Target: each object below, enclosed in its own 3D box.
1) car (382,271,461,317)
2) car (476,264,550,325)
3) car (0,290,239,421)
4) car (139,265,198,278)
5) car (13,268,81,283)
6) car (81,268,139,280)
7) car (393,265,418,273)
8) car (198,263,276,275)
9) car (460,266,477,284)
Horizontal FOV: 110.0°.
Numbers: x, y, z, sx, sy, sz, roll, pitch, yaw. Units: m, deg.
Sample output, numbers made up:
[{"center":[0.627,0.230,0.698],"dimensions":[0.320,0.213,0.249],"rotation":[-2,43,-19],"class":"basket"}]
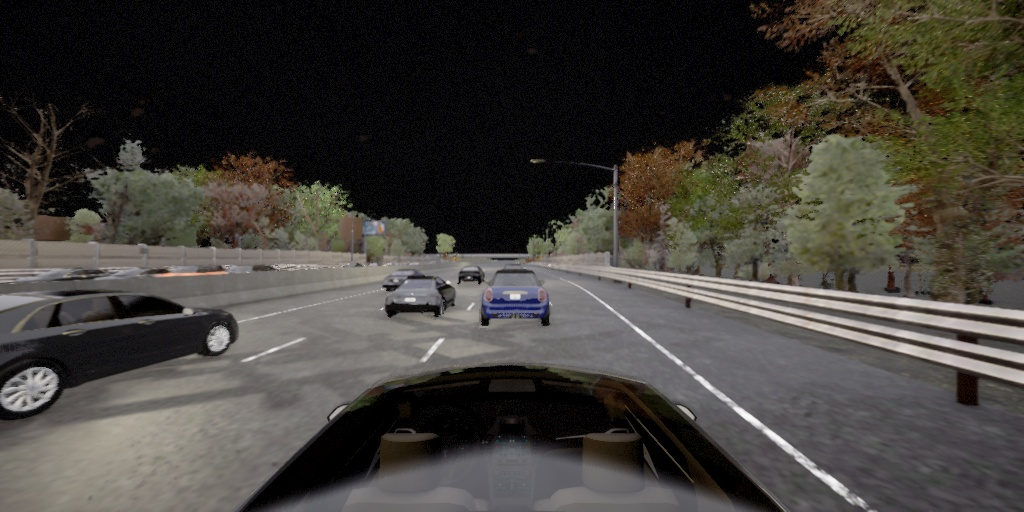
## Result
[{"center":[-3.402,1.456,14.027],"dimensions":[1.994,1.385,4.181],"rotation":[0,-1,0],"class":"car"},{"center":[0.096,1.227,12.554],"dimensions":[2.097,1.767,4.553],"rotation":[0,-1,0],"class":"car"},{"center":[-6.908,1.301,5.880],"dimensions":[1.837,1.490,4.892],"rotation":[0,-1,0],"class":"car"},{"center":[-21.099,1.360,23.712],"dimensions":[2.097,1.767,4.553],"rotation":[0,-1,0],"class":"car"},{"center":[-27.803,1.500,22.592],"dimensions":[1.837,1.490,4.892],"rotation":[0,-1,-2],"class":"car"},{"center":[-24.599,1.514,23.797],"dimensions":[1.837,1.490,4.892],"rotation":[0,-1,0],"class":"car"},{"center":[-6.903,1.557,23.833],"dimensions":[2.033,1.411,5.357],"rotation":[0,-1,0],"class":"car"},{"center":[-17.600,1.360,23.742],"dimensions":[2.097,1.767,4.553],"rotation":[0,-1,0],"class":"car"},{"center":[-3.403,1.571,30.726],"dimensions":[1.882,1.535,5.008],"rotation":[0,-1,0],"class":"car"}]
